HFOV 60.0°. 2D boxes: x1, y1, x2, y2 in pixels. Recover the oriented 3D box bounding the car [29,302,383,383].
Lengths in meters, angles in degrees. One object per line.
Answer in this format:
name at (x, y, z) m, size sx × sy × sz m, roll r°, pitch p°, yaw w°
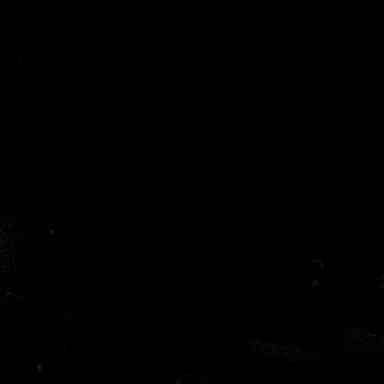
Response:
car at (0.444, 1.582, 2.530) m, size 4.206 × 1.307 × 1.802 m, roll 0°, pitch 0°, yaw 36°
